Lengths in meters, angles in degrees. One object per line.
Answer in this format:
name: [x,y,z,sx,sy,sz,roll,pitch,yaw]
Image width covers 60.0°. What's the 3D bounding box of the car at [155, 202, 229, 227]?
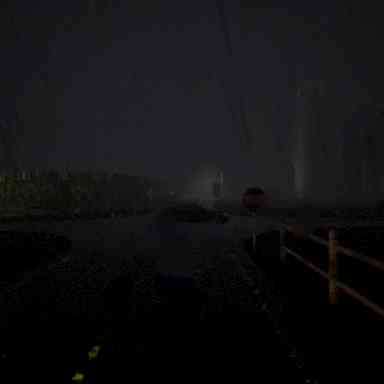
car: [0.024,1.383,21.018,4.674,1.442,1.812,0,0,-3]
